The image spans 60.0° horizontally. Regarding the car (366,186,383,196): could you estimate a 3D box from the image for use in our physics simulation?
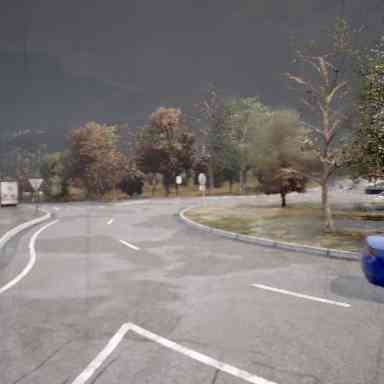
[{"bbox_3d":[26.972,-0.183,47.398,1.895,1.301,4.718,-1,2,-9],"label":"car"}]

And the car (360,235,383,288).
[{"bbox_3d":[6.051,1.428,6.385,5.008,1.535,1.882,1,3,31],"label":"car"}]
